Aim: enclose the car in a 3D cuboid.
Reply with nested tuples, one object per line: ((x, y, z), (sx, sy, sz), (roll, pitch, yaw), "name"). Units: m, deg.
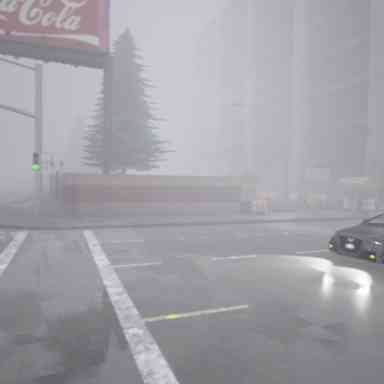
((6.269, 1.343, 10.010), (4.181, 1.385, 1.994), (0, 2, -21), "car")
